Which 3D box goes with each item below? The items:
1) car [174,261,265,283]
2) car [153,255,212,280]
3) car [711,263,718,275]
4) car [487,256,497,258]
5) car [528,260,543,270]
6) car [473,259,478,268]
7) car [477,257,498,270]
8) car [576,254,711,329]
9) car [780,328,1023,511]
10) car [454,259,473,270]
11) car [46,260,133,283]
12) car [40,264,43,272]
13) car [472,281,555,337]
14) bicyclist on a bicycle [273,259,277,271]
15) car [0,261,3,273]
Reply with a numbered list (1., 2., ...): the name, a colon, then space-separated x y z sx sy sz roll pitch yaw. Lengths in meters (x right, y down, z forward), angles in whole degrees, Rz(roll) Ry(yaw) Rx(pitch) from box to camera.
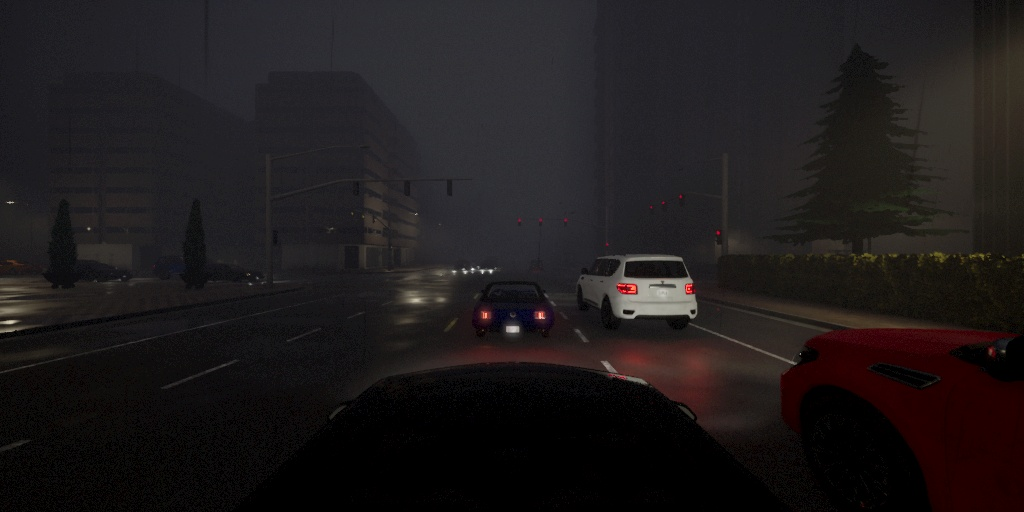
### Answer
1. car: -22.008 1.297 27.331 5.357 1.411 2.033 0 0 1
2. car: -27.505 0.972 30.902 5.566 2.045 2.150 0 0 0
3. car: 19.611 1.297 37.705 5.357 1.411 2.033 0 0 1
4. car: -3.655 0.971 64.703 2.150 2.045 5.566 0 0 0
5. car: 3.443 1.254 52.153 1.837 1.490 4.892 0 0 0
6. car: -7.170 1.351 61.070 1.895 1.301 4.718 0 0 0
7. car: -3.659 1.314 53.982 1.994 1.385 4.181 0 0 0
8. car: 3.573 0.971 11.362 2.150 2.045 5.566 0 0 -2
9. car: 3.601 0.971 0.984 2.150 2.045 5.566 0 0 0
10. car: -7.163 1.228 51.739 1.882 1.535 5.008 0 0 0
11. car: -31.964 1.276 27.441 4.674 1.442 1.812 0 0 1
12. car: -36.974 1.102 30.985 4.553 1.767 2.097 0 0 1
13. car: 0.043 1.351 10.233 1.895 1.301 4.718 0 0 0
14. bicyclist on a bicycle: -28.701 1.051 42.895 0.582 1.620 1.656 0 0 0
15. car: -47.914 1.313 31.087 4.181 1.385 1.994 0 0 0
